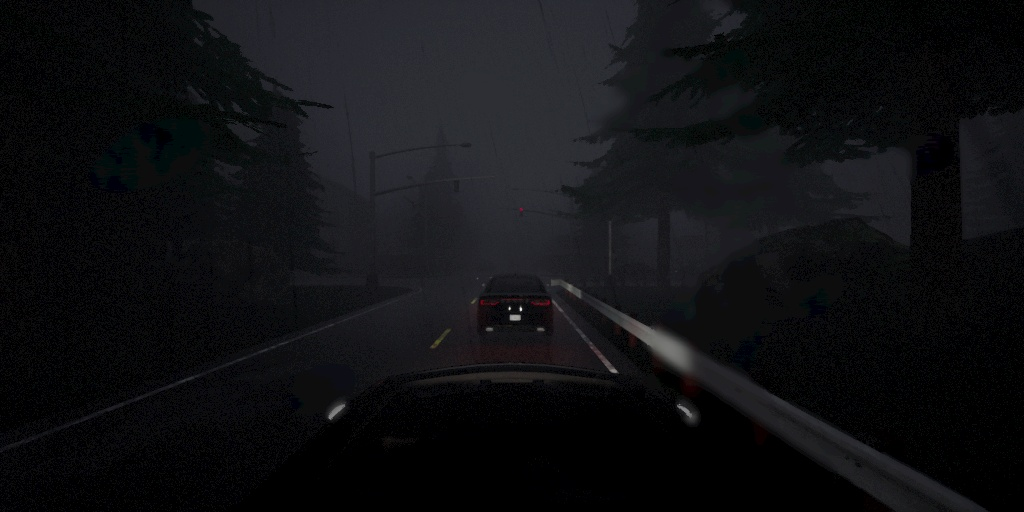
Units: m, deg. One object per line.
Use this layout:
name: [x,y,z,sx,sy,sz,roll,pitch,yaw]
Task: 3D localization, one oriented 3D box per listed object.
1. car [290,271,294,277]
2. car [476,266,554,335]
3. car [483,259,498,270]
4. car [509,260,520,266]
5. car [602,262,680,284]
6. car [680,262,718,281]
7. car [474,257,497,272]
car: [-19.148,0.957,26.333,5.566,2.045,2.150,0,0,1]
car: [0.103,1.228,10.494,1.882,1.535,5.008,0,0,1]
car: [-3.294,1.228,55.446,1.882,1.535,5.008,0,0,1]
car: [0.423,1.313,60.508,1.994,1.385,4.181,0,0,0]
car: [9.069,1.212,25.966,5.008,1.535,1.882,0,0,1]
car: [15.235,1.226,29.610,4.902,1.511,2.128,0,0,0]
car: [-3.352,1.228,45.124,1.882,1.535,5.008,0,0,0]
